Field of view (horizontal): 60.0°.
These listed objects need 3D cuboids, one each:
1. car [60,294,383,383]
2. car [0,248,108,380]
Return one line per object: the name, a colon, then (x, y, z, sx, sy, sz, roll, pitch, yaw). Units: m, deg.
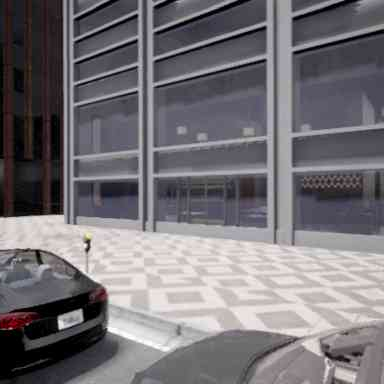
car: (1.440, 1.551, 1.940, 4.403, 1.369, 2.008, 0, 0, 35)
car: (-3.150, 1.562, 5.211, 4.313, 1.339, 1.947, 0, 0, 35)
